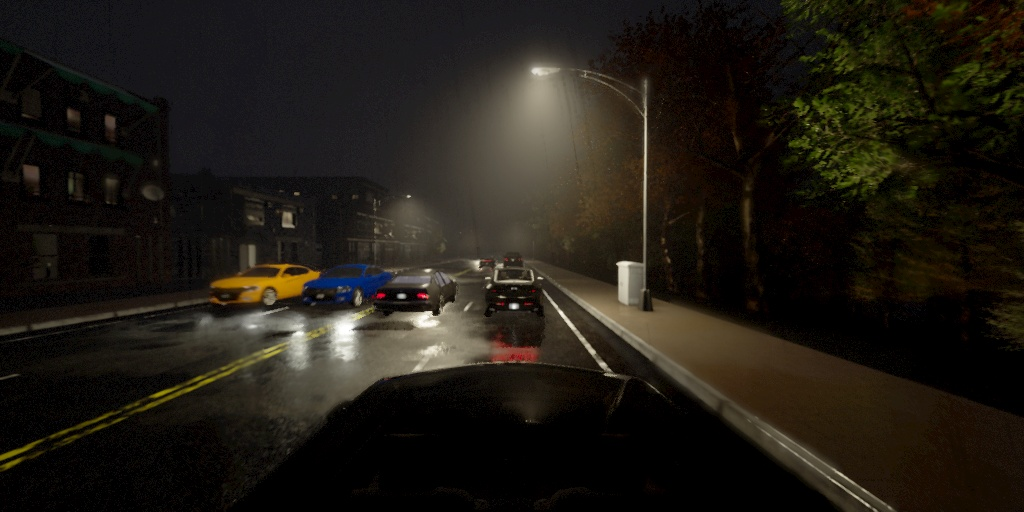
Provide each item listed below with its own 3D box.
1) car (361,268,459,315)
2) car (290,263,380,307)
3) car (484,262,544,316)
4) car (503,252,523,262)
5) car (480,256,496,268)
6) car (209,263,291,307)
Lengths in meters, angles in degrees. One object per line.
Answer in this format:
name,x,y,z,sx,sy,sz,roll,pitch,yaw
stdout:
car,-3.171,1.180,12.821,2.033,1.411,5.357,0,1,0
car,-6.562,1.090,14.792,1.882,1.535,5.008,0,0,0
car,0.076,1.141,12.716,1.837,1.490,4.892,0,1,0
car,0.112,0.540,42.622,2.150,2.045,5.566,0,1,0
car,-3.137,0.763,46.903,2.128,1.511,4.902,0,1,0
car,-9.811,1.090,14.796,1.882,1.535,5.008,0,0,0
